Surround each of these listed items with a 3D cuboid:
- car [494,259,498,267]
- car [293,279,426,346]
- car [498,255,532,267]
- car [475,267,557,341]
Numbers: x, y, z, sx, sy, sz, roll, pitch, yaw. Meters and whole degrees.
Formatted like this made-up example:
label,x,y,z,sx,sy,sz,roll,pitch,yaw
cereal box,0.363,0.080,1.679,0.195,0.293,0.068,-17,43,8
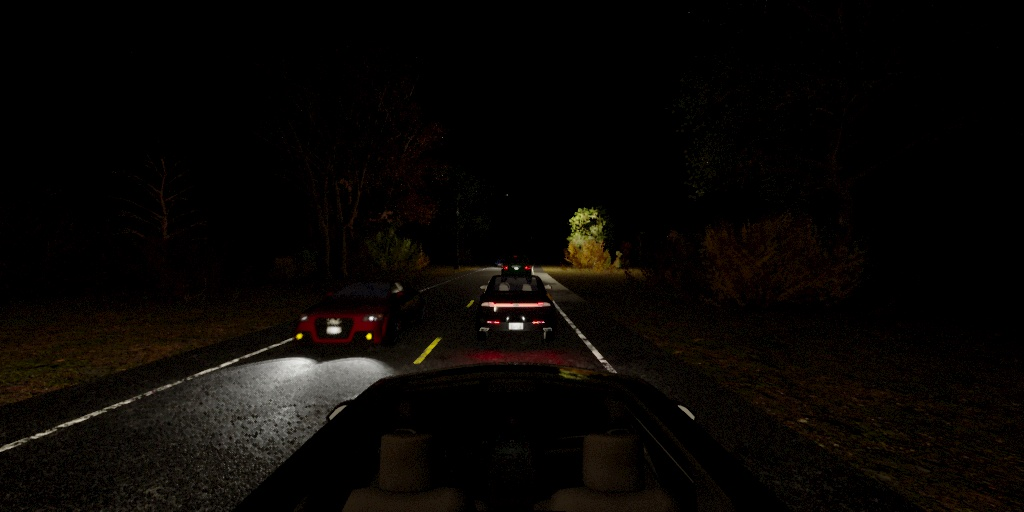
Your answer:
label,x,y,z,sx,sy,sz,roll,pitch,yaw
car,-1.873,1.205,59.228,1.812,1.442,4.674,0,0,4
car,-3.593,1.308,9.232,1.994,1.385,4.181,0,0,0
car,0.350,0.951,27.185,2.150,2.045,5.566,0,0,1
car,0.101,1.237,9.842,2.128,1.511,4.902,0,0,0
